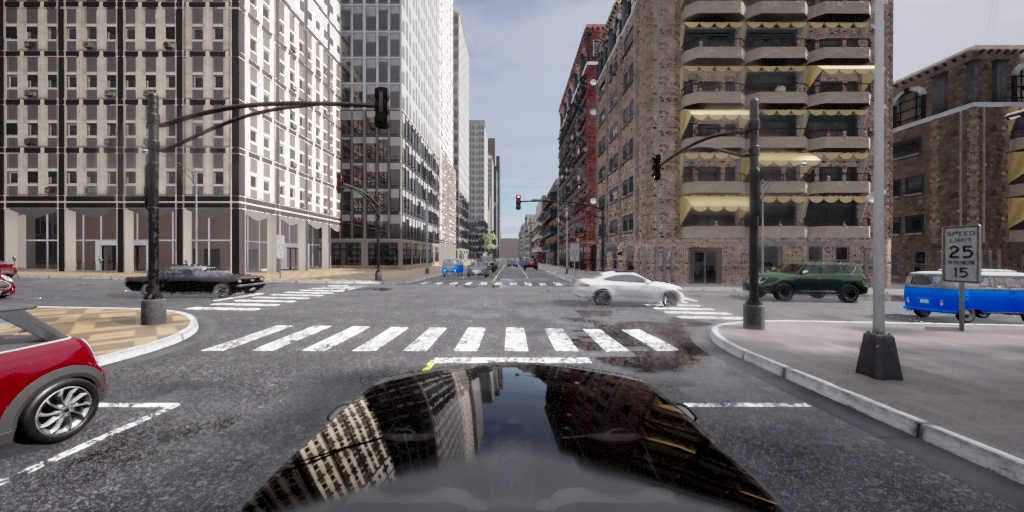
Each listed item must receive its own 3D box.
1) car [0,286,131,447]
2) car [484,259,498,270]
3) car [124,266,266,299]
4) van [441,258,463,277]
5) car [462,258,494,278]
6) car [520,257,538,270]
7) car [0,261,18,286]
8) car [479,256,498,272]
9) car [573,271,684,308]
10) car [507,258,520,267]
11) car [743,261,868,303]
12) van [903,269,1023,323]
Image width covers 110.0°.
[{"bbox_3d":[-5.691,1.190,2.357,1.967,1.591,4.097,0,0,0],"label":"car"},{"bbox_3d":[-3.128,1.244,54.174,1.882,1.535,5.008,0,0,0],"label":"car"},{"bbox_3d":[-13.787,1.117,15.877,4.718,1.301,1.895,1,0,-3],"label":"car"},{"bbox_3d":[-5.716,1.097,34.831,1.690,1.789,3.998,0,0,0],"label":"van"},{"bbox_3d":[-3.127,1.247,33.965,2.128,1.511,4.902,0,0,0],"label":"car"},{"bbox_3d":[2.651,1.079,51.492,2.192,1.841,5.009,0,0,0],"label":"car"},{"bbox_3d":[-21.156,0.818,13.112,4.097,1.591,1.967,0,0,0],"label":"car"},{"bbox_3d":[-3.131,0.983,43.940,2.150,2.045,5.566,0,0,0],"label":"car"},{"bbox_3d":[5.052,1.405,15.782,4.674,1.442,1.812,1,0,0],"label":"car"},{"bbox_3d":[0.050,1.374,64.508,1.895,1.301,4.718,0,0,0],"label":"car"},{"bbox_3d":[15.445,1.297,19.012,5.566,2.045,2.150,1,0,0],"label":"car"},{"bbox_3d":[16.903,1.453,13.091,3.998,1.789,1.690,0,0,0],"label":"van"}]
